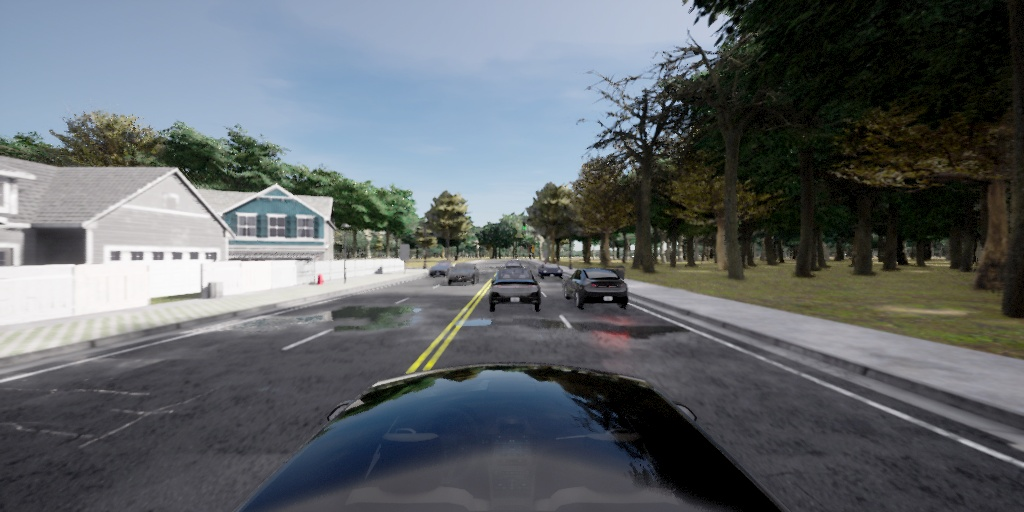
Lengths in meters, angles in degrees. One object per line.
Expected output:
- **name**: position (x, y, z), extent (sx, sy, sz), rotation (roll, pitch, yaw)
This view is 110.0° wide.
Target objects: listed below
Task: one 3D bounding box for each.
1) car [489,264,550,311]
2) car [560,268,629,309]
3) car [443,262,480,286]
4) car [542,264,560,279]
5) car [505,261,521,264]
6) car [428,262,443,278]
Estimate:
- **car**: position (0.100, 1.231, 14.343), extent (2.128, 1.511, 4.902), rotation (0, 0, 0)
- **car**: position (3.351, 1.243, 14.902), extent (1.837, 1.490, 4.892), rotation (0, 0, 0)
- **car**: position (-3.349, 1.236, 25.422), extent (1.837, 1.490, 4.892), rotation (0, 0, 0)
- **car**: position (3.346, 1.324, 31.967), extent (1.895, 1.301, 4.718), rotation (0, 0, 0)
- **car**: position (0.098, 1.215, 31.528), extent (2.128, 1.511, 4.902), rotation (0, 0, 0)
- **car**: position (-6.578, 1.269, 34.508), extent (2.033, 1.411, 5.357), rotation (0, 0, 0)
